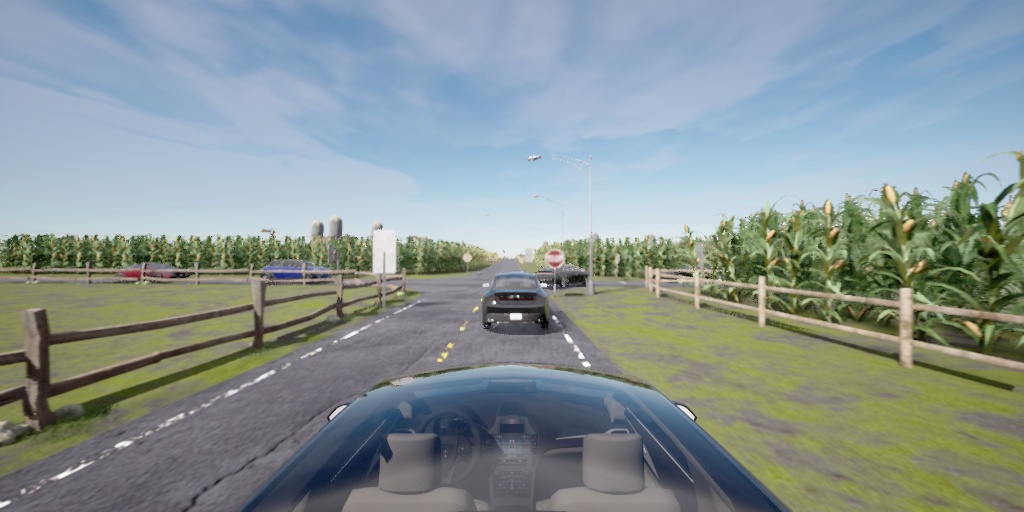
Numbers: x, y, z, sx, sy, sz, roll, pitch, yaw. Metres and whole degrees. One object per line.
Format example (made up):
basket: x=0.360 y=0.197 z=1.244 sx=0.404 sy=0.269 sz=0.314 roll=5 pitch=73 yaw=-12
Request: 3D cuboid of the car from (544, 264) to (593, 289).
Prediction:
car: x=3.594 y=1.297 z=23.980 sx=2.128 sy=1.511 sz=4.902 roll=-1 pitch=-1 yaw=43

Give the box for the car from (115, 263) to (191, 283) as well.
car: x=-26.324 y=1.210 z=26.395 sx=4.181 sy=1.385 sz=1.994 roll=0 pitch=-1 yaw=1

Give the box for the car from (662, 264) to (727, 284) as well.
car: x=14.764 y=1.407 z=28.943 sx=5.008 sy=1.535 sz=1.882 roll=0 pitch=-1 yaw=0

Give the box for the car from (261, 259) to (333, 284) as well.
car: x=-15.618 y=1.056 z=26.236 sx=4.553 sy=1.767 sz=2.097 roll=0 pitch=-1 yaw=2

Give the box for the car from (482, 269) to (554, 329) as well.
car: x=0.099 y=1.277 z=11.403 sx=1.837 sy=1.490 sz=4.892 roll=0 pitch=0 yaw=0
